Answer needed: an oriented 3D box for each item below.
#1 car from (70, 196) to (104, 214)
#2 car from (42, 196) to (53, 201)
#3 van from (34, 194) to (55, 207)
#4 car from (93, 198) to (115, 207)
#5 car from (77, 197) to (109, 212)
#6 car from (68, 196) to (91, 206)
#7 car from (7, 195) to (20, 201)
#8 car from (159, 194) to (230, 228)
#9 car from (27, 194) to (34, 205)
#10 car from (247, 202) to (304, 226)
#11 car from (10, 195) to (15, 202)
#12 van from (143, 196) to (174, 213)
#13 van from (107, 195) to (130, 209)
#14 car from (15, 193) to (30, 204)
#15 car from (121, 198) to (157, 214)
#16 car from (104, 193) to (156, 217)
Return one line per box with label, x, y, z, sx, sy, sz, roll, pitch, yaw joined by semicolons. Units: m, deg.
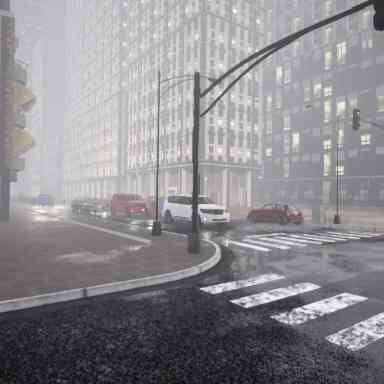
car;-10.743;1.427;32.970;2.008;1.369;4.403;1;-1;-35
car;-36.477;1.570;83.946;1.802;1.307;4.206;1;-1;-35
van;-20.513;1.197;46.815;1.690;1.788;3.998;1;-1;-35
car;-13.672;1.586;51.645;1.947;1.339;4.313;1;-1;-35
car;-11.535;1.412;38.605;2.128;1.511;4.902;1;-1;-35
car;-18.089;1.458;53.384;2.128;1.511;4.902;1;-1;-35
car;-40.062;1.377;74.500;2.008;1.369;4.403;1;-1;-35
car;0.092;1.170;22.122;2.150;2.045;5.566;1;-1;-35
car;-23.775;1.432;51.427;1.802;1.307;4.206;1;-1;-35
car;5.877;1.505;23.960;1.967;1.590;4.097;1;-1;-35
car;-36.805;1.396;69.886;1.947;1.339;4.313;1;-1;-35
van;-3.895;1.382;37.804;1.690;1.788;3.998;1;-1;-35
van;-10.410;1.368;47.033;1.690;1.788;3.998;1;-1;-35
car;-30.286;1.155;60.659;2.192;1.841;5.009;1;-1;-35
car;-5.846;1.468;36.069;1.882;1.535;5.008;1;-1;-35
car;-5.686;1.155;30.310;2.150;2.045;5.566;1;-1;-35
